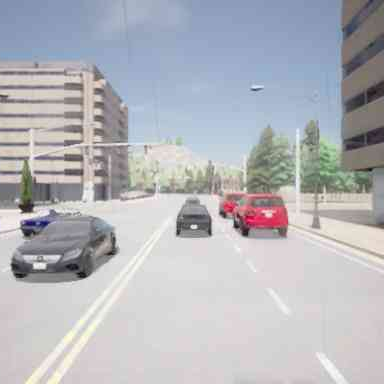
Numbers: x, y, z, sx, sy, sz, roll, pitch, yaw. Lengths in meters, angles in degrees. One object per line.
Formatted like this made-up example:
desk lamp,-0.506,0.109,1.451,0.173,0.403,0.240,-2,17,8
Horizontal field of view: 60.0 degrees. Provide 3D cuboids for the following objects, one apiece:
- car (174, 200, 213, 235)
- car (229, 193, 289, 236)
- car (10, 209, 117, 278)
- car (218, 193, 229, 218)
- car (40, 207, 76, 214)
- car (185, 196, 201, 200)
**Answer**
car,0.098,1.399,18.199,1.837,1.490,4.892,0,0,0
car,3.498,1.119,17.790,2.150,2.045,5.566,0,0,0
car,-3.560,1.467,10.140,1.812,1.442,4.674,0,0,0
car,3.497,1.060,28.045,2.150,2.045,5.566,0,0,0
car,-7.050,1.500,17.471,1.895,1.301,4.718,0,0,0
car,0.095,1.262,39.814,1.812,1.442,4.674,0,0,0
